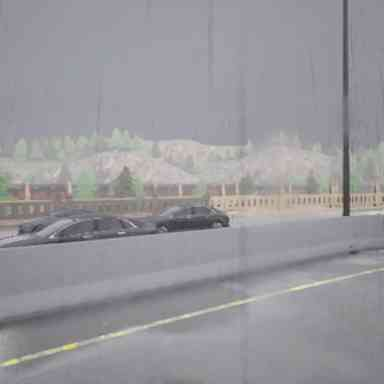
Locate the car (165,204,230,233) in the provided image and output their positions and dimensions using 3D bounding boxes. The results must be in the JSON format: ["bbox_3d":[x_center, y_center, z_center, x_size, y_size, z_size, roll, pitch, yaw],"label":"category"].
[{"bbox_3d":[-0.488,1.351,15.811,4.892,1.490,1.837,-1,0,-30],"label":"car"}]

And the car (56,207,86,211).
[{"bbox_3d":[-6.204,1.465,16.402,4.181,1.385,1.994,-1,1,-32],"label":"car"}]

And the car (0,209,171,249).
[{"bbox_3d":[-3.309,1.440,9.970,4.892,1.490,1.837,-1,0,-33],"label":"car"}]
